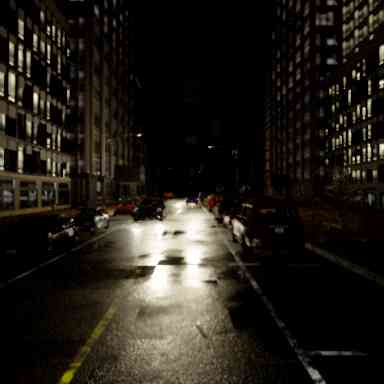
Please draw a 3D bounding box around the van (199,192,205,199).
[{"bbox_3d":[2.696,0.956,90.223,1.690,1.788,3.998,0,0,0],"label":"van"}]

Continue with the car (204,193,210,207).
[{"bbox_3d":[2.696,1.169,34.831,2.192,1.841,5.009,0,0,0],"label":"car"}]

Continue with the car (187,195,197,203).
[{"bbox_3d":[0.002,1.290,64.639,1.994,1.385,4.181,0,0,0],"label":"car"}]

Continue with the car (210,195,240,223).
[{"bbox_3d":[2.696,1.216,23.753,2.192,1.841,5.009,0,0,0],"label":"car"}]

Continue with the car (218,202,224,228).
[{"bbox_3d":[2.695,1.469,18.214,1.887,1.381,4.507,0,0,0],"label":"car"}]

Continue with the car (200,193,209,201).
[{"bbox_3d":[2.695,1.127,73.606,1.967,1.590,4.097,0,0,0],"label":"car"}]

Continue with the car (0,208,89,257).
[{"bbox_3d":[-5.686,1.513,12.674,1.947,1.339,4.313,0,0,0],"label":"car"}]

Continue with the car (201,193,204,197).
[{"bbox_3d":[2.695,1.307,51.620,1.752,1.417,4.829,0,0,0],"label":"car"}]

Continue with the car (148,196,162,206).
[{"bbox_3d":[-5.685,1.364,51.450,1.802,1.307,4.206,0,0,0],"label":"car"}]

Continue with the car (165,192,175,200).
[{"bbox_3d":[-5.684,0.978,79.144,2.192,1.841,5.009,0,0,0],"label":"car"}]

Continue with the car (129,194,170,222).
[{"bbox_3d":[-3.045,1.247,24.865,2.097,1.767,4.553,0,0,1],"label":"car"}]

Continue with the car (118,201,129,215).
[{"bbox_3d":[-5.685,1.459,29.292,1.802,1.307,4.206,0,0,0],"label":"car"}]

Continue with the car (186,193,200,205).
[{"bbox_3d":[0.002,1.295,54.631,1.812,1.442,4.674,0,0,0],"label":"car"}]

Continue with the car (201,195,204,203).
[{"bbox_3d":[2.695,1.357,45.911,2.008,1.369,4.403,0,0,0],"label":"car"}]

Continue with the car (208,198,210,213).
[{"bbox_3d":[2.695,1.443,29.293,1.947,1.339,4.313,0,0,0],"label":"car"}]

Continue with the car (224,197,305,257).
[{"bbox_3d":[2.696,1.262,12.674,2.192,1.841,5.009,0,0,0],"label":"car"}]

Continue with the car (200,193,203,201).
[{"bbox_3d":[2.695,1.301,62.528,1.947,1.339,4.313,0,0,0],"label":"car"}]

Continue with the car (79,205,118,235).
[{"bbox_3d":[-5.686,1.474,18.213,2.008,1.369,4.403,0,0,0],"label":"car"}]
